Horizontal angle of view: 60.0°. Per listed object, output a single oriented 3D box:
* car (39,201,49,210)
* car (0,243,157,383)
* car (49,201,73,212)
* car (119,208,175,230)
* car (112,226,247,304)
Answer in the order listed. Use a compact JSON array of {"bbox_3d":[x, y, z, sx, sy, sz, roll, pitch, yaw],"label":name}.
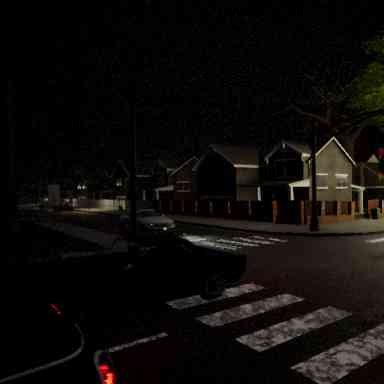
[{"bbox_3d":[-24.231,2.185,55.540,1.994,1.385,4.181,-1,0,-35],"label":"car"},{"bbox_3d":[-2.714,1.352,1.760,4.553,1.767,2.097,0,0,-35],"label":"car"},{"bbox_3d":[-18.257,1.983,47.009,2.128,1.511,4.902,-1,0,-34],"label":"car"},{"bbox_3d":[-2.798,1.717,19.744,1.812,1.442,4.674,-1,0,-35],"label":"car"},{"bbox_3d":[-1.171,1.601,6.841,4.718,1.301,1.895,0,0,-35],"label":"car"}]
